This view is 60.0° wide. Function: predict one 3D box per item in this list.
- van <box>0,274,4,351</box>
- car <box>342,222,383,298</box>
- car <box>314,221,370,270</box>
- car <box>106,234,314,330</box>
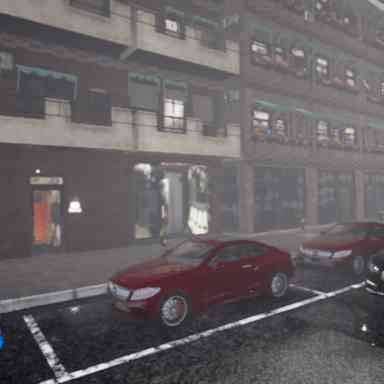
[{"bbox_3d":[-4.223,1.344,3.522,3.998,1.788,1.690,0,-1,-36],"label":"van"},{"bbox_3d":[5.723,1.474,7.347,4.902,1.511,2.128,0,0,-35],"label":"car"},{"bbox_3d":[4.995,1.562,10.106,4.206,1.307,1.802,0,-1,-36],"label":"car"},{"bbox_3d":[0.388,1.573,6.812,4.206,1.307,1.802,0,-1,-36],"label":"car"}]
